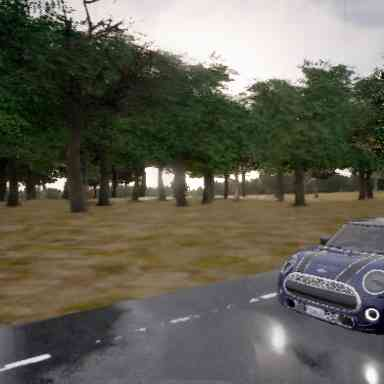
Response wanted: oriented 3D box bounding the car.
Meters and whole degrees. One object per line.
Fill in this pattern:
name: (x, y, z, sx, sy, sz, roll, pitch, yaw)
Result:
car: (3.830, 1.348, 6.723, 4.553, 1.767, 2.097, 0, 0, -36)
